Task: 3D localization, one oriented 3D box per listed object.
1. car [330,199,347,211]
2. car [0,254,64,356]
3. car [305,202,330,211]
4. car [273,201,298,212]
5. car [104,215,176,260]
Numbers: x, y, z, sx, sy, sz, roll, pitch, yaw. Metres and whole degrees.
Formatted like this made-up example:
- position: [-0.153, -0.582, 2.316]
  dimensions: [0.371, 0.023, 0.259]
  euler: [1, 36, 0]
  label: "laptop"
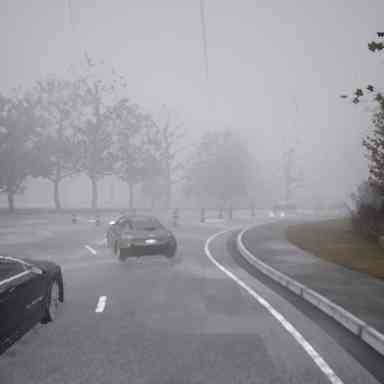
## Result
- position: [27.143, 2.411, 62.019]
  dimensions: [2.150, 2.045, 5.566]
  euler: [0, -2, 42]
  label: "car"
- position: [-3.221, 1.489, 4.253]
  dimensions: [2.128, 1.511, 4.902]
  euler: [0, 0, -2]
  label: "car"
- position: [20.014, 2.317, 54.148]
  dimensions: [2.128, 1.511, 4.902]
  euler: [0, -2, 42]
  label: "car"
- position: [13.116, 1.953, 46.557]
  dimensions: [1.882, 1.535, 5.008]
  euler: [0, -2, 43]
  label: "car"
- position: [-2.073, 1.560, 12.591]
  dimensions: [1.994, 1.385, 4.181]
  euler: [0, 0, -21]
  label: "car"
